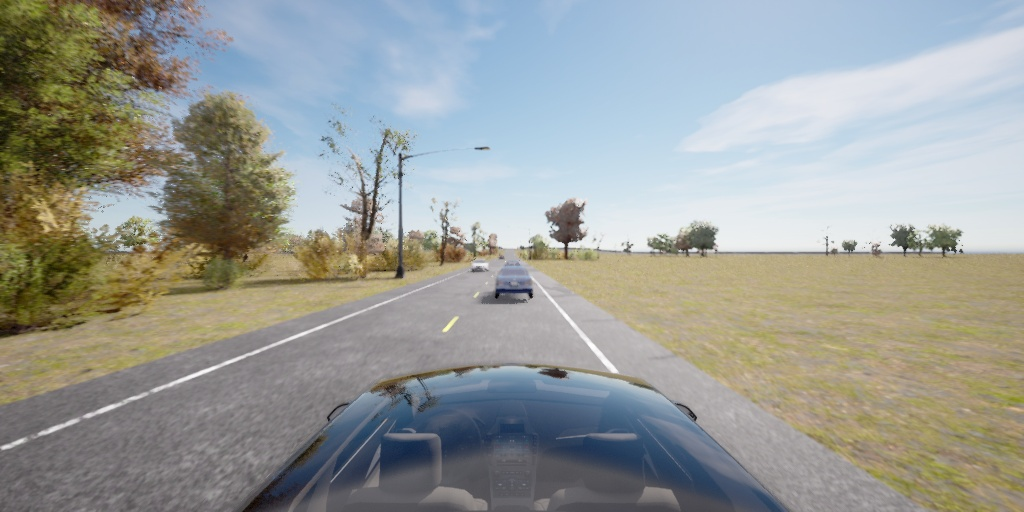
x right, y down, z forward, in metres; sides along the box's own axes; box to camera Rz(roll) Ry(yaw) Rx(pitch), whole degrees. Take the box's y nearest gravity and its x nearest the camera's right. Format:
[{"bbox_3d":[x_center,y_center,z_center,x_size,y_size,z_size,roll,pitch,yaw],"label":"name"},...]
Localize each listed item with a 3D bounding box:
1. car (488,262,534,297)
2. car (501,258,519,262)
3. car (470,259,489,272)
[{"bbox_3d":[0.094,1.212,18.022,2.033,1.411,5.357,0,0,0],"label":"car"},{"bbox_3d":[0.089,1.137,35.248,1.994,1.385,4.181,0,0,0],"label":"car"},{"bbox_3d":[-3.590,1.069,40.687,1.812,1.442,4.674,0,0,0],"label":"car"}]
